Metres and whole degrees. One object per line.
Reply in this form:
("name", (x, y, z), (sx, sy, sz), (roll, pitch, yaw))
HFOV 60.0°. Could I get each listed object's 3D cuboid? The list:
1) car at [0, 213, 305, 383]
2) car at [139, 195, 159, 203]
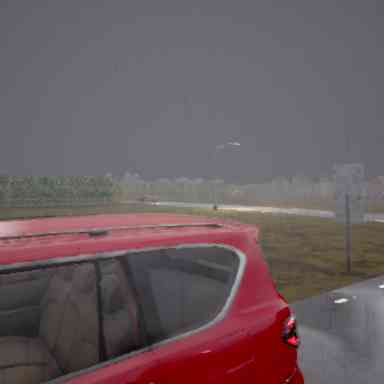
("car", (-1.732, 1.223, 1.832), (5.566, 2.045, 2.150), (0, 0, -35))
("car", (-7.519, 1.219, 57.884), (1.994, 1.385, 4.181), (-2, 1, -35))
